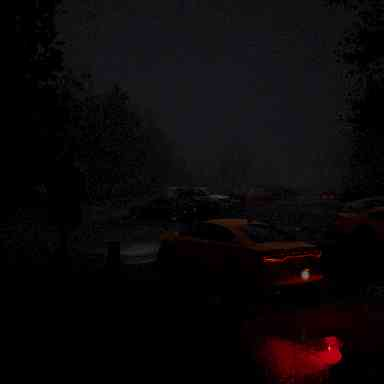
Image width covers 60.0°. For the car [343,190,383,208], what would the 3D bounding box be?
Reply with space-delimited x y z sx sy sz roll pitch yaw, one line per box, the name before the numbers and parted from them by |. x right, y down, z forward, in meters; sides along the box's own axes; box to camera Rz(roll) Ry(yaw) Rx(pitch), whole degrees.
car | 16.961 0.663 31.567 4.792 1.488 2.163 1 3 25

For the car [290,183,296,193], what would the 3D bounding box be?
car | 15.674 -0.326 59.747 4.792 1.488 2.163 1 2 25

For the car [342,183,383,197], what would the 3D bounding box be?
car | 26.321 -0.328 51.622 5.566 2.045 2.435 1 2 25

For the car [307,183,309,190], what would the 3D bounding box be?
car | 23.907 -0.926 77.340 5.008 1.535 2.097 1 2 25

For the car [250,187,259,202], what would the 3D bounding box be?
car | 3.806 0.538 34.676 5.366 1.575 1.946 1 3 25

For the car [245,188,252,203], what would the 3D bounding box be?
car | 2.807 0.650 32.082 4.892 1.521 2.231 1 3 25

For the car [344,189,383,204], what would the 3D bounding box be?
car | 19.406 0.457 36.673 4.792 1.488 2.163 1 2 25

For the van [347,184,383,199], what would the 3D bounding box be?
van | 24.111 -0.138 46.543 4.442 1.987 1.878 1 2 25

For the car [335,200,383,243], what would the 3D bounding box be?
car | 8.841 1.367 14.110 5.008 1.535 2.097 1 3 25

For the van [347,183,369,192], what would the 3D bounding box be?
van | 37.041 -1.036 74.261 4.442 1.987 1.878 1 2 25

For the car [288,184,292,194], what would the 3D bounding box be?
car | 13.328 -0.164 54.717 4.792 1.488 2.163 1 2 25

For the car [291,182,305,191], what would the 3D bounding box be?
car | 20.225 -0.687 69.871 5.366 1.575 1.946 1 2 25

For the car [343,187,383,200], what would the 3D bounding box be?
car | 22.840 0.167 44.089 5.008 1.535 2.097 1 2 25

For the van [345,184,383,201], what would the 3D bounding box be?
van | 21.560 0.024 41.605 4.442 1.987 1.878 1 2 25

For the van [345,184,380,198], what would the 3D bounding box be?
van | 25.071 -0.223 49.151 4.442 1.987 1.878 1 2 25

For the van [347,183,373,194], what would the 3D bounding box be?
van | 32.358 -0.711 64.223 4.442 1.987 1.878 1 2 25

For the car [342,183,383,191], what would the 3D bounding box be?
car | 15.841 0.489 29.024 5.566 2.045 2.435 1 3 25

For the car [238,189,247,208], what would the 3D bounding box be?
car | 1.797 0.755 29.492 5.366 1.575 1.946 1 3 25

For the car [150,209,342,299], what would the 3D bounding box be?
car | 0.885 1.407 8.415 1.882 1.535 5.008 2 -1 -31

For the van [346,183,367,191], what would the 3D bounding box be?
van | 39.173 -1.202 79.385 4.442 1.987 1.878 1 2 25

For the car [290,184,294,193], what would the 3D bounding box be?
car | 14.501 -0.245 57.232 4.792 1.488 2.163 1 2 25

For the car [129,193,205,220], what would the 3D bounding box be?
car | -1.917 1.101 22.042 4.792 1.488 2.163 1 3 25

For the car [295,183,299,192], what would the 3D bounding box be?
car | 16.706 -0.443 62.327 5.366 1.575 1.946 1 2 25

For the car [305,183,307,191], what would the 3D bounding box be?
car | 22.711 -0.970 74.832 4.553 1.767 2.185 1 2 25

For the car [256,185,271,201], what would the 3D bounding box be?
car | 6.204 0.325 39.814 5.366 1.575 1.946 1 3 25

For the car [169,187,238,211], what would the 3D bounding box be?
car | 0.481 0.610 27.034 5.566 2.045 2.435 1 3 25

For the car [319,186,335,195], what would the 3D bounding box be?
car | 23.715 -0.267 57.658 2.128 1.511 4.902 1 2 25

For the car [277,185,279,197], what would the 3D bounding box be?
car | 8.657 0.143 44.647 4.892 1.521 2.231 1 2 25

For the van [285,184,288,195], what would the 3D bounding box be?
van | 12.288 -0.335 52.133 4.442 1.987 1.878 1 2 25

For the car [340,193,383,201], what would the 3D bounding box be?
car | 10.045 1.137 16.599 4.553 1.767 2.185 1 3 25

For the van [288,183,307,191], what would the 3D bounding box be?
van | 26.153 -1.316 82.409 4.442 1.987 1.878 1 2 25

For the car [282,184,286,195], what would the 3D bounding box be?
car | 11.035 0.000 49.663 4.792 1.488 2.163 1 2 25

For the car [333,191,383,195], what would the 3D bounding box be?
car | 13.307 0.945 24.108 5.366 1.575 1.946 1 3 25

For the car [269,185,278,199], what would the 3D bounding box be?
car | 7.661 0.235 42.059 5.366 1.575 1.946 1 2 25

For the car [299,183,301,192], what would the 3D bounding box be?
car | 18.053 -0.517 64.761 4.892 1.521 2.231 1 2 25

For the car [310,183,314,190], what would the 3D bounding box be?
car | 27.457 -1.421 84.862 5.566 2.045 2.435 1 2 25

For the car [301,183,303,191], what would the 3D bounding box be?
car | 19.214 -0.599 67.281 4.892 1.521 2.231 1 2 25

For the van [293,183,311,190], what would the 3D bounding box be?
van | 29.665 -1.486 89.941 4.442 1.987 1.878 1 1 25

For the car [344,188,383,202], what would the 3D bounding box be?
car | 20.522 0.368 39.064 4.792 1.488 2.163 1 2 25

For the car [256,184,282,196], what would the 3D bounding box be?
car | 9.865 -0.071 47.145 4.553 1.767 2.185 1 2 25

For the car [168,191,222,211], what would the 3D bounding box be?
car | -0.713 0.966 24.540 5.008 1.535 2.097 1 3 25

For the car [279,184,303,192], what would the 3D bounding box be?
car | 21.538 -0.889 72.317 4.553 1.767 2.185 1 2 25
